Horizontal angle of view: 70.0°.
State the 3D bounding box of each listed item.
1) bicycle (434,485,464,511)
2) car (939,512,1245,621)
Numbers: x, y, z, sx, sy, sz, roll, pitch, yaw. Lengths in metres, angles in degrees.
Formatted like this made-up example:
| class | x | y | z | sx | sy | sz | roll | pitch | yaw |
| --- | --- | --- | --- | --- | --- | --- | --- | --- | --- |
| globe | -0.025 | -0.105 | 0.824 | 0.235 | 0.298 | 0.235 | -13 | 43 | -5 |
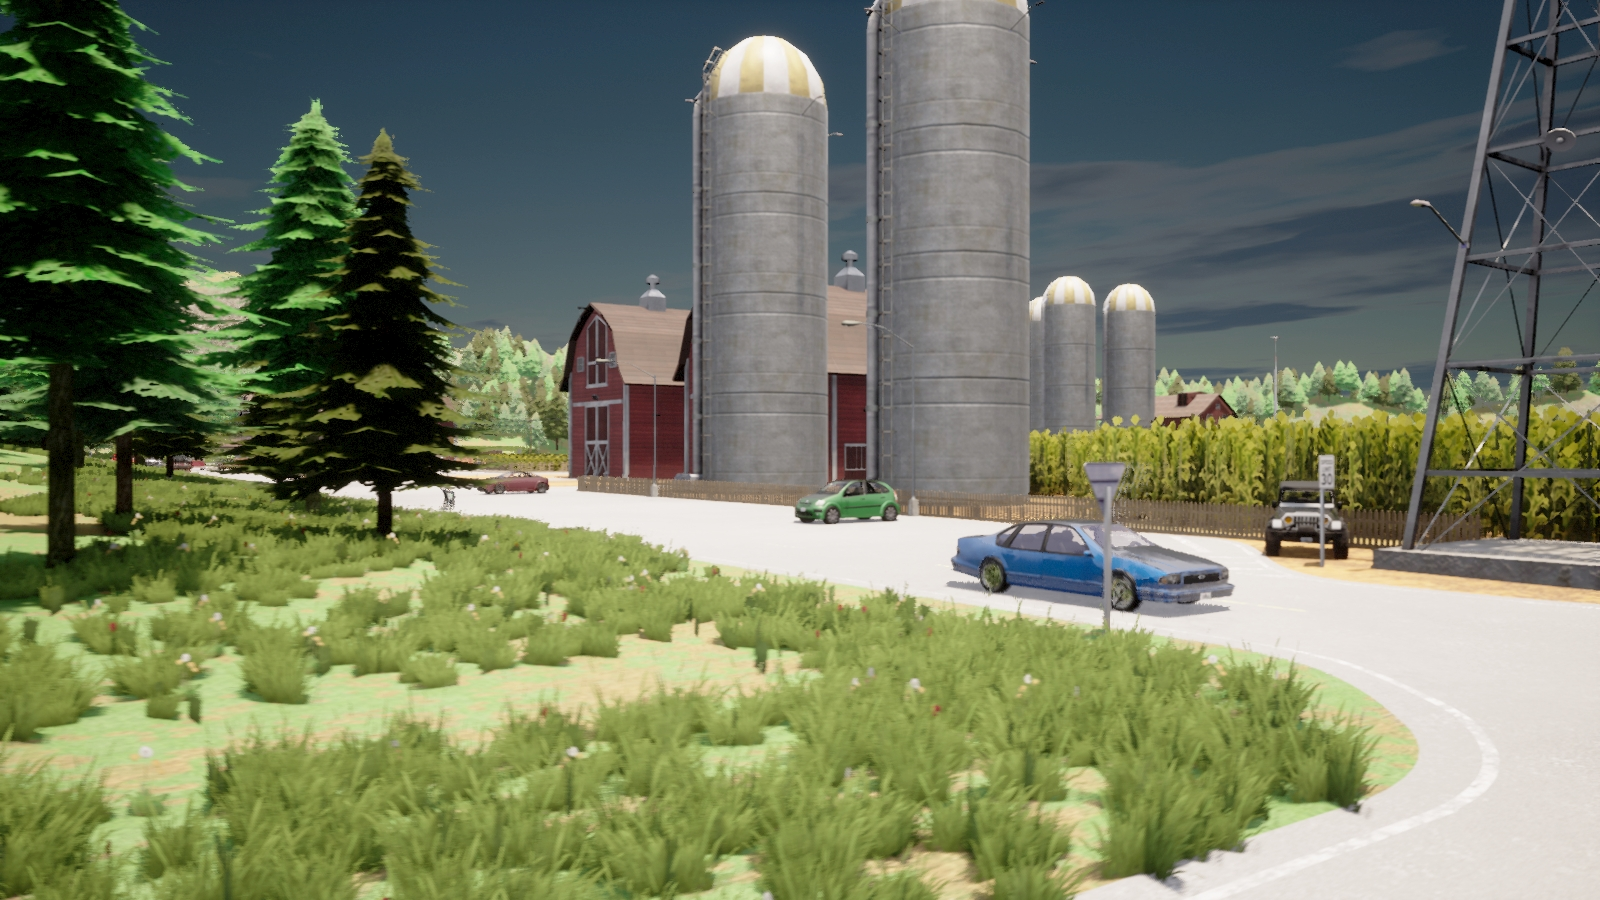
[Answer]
| class | x | y | z | sx | sy | sz | roll | pitch | yaw |
| --- | --- | --- | --- | --- | --- | --- | --- | --- | --- |
| bicycle | -15.600 | 2.120 | 50.795 | 0.859 | 1.080 | 1.487 | 0 | 0 | -34 |
| car | 5.059 | 1.970 | 20.664 | 2.033 | 1.411 | 5.357 | 0 | 0 | -34 |
